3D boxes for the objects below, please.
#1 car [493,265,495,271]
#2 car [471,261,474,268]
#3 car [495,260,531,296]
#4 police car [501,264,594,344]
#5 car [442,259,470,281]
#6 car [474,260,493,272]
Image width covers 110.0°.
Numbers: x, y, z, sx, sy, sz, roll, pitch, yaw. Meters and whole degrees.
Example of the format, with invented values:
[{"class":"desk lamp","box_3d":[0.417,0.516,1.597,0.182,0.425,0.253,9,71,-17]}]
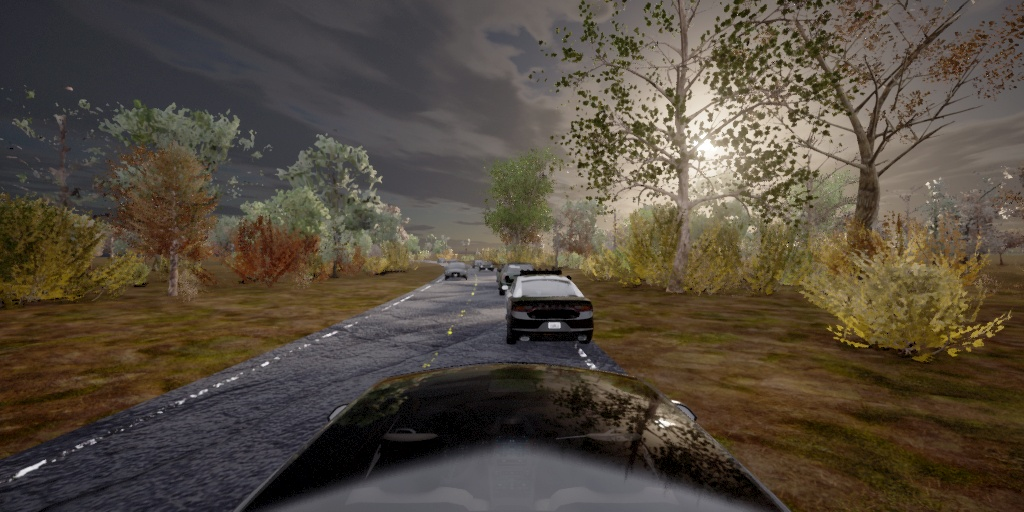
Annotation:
[{"class":"car","box_3d":[-0.155,1.252,25.697,1.837,1.490,4.892,0,0,-5]},{"class":"car","box_3d":[-5.592,1.289,58.841,2.033,1.411,5.357,0,0,-11]},{"class":"car","box_3d":[0.292,1.099,19.636,2.097,1.767,4.553,0,0,-4]},{"class":"police car","box_3d":[0.765,1.174,9.708,1.930,1.638,5.238,0,0,-2]},{"class":"car","box_3d":[-4.675,1.252,30.510,1.837,1.490,4.892,0,0,-6]},{"class":"car","box_3d":[-3.495,1.345,46.602,1.895,1.301,4.718,0,0,-9]}]
